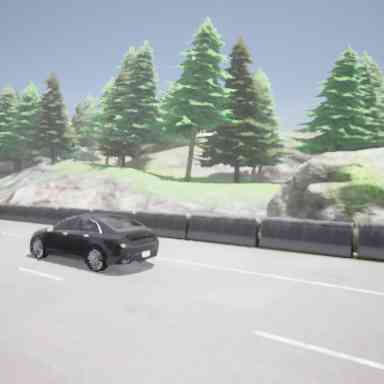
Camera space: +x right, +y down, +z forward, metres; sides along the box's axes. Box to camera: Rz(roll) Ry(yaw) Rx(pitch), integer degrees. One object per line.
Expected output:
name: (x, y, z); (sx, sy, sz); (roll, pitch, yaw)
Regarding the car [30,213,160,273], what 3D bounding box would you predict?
car: (-3.240, 1.449, 10.602); (4.892, 1.490, 1.837); (0, 0, 36)
